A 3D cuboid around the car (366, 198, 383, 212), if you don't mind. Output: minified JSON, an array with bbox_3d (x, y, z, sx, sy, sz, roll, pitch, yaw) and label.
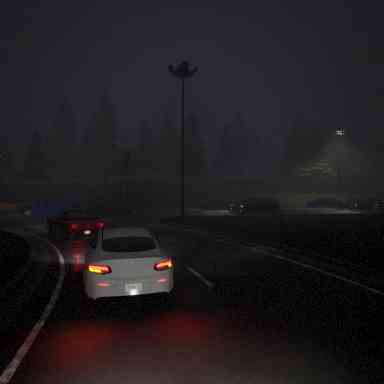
[{"bbox_3d":[22.455,1.491,36.803,4.902,1.511,2.128,0,0,-14],"label":"car"}]

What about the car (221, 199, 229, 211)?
[{"bbox_3d":[5.979,1.352,36.401,4.553,1.767,2.097,0,0,-14],"label":"car"}]

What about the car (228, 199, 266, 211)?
[{"bbox_3d":[6.619,1.563,40.160,4.181,1.385,1.994,0,0,-14],"label":"car"}]

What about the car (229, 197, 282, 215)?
[{"bbox_3d":[6.425,1.352,32.908,4.553,1.767,2.097,0,0,-14],"label":"car"}]

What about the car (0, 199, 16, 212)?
[{"bbox_3d":[-19.744,1.477,37.352,5.008,1.535,1.882,0,0,-14],"label":"car"}]

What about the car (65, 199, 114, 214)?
[{"bbox_3d":[-10.973,1.491,35.883,4.902,1.511,2.128,0,0,-14],"label":"car"}]

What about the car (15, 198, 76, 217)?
[{"bbox_3d":[-13.602,1.477,31.642,5.008,1.535,1.882,0,0,-14],"label":"car"}]

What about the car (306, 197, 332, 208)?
[{"bbox_3d":[18.375,1.477,46.618,5.008,1.535,1.882,0,0,-14],"label":"car"}]

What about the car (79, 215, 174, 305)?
[{"bbox_3d":[-1.664,1.526,8.124,1.812,1.442,4.674,0,0,-16],"label":"car"}]

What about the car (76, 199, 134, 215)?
[{"bbox_3d":[-7.527,1.525,29.518,4.674,1.442,1.812,0,0,-14],"label":"car"}]

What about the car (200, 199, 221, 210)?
[{"bbox_3d":[3.161,1.564,42.921,4.181,1.385,1.994,0,0,-14],"label":"car"}]

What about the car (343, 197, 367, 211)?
[{"bbox_3d":[21.201,1.504,40.100,4.892,1.490,1.837,0,0,-14],"label":"car"}]

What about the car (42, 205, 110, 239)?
[{"bbox_3d":[-6.180,1.601,17.414,1.895,1.301,4.718,0,0,-35],"label":"car"}]

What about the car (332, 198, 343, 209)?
[{"bbox_3d":[21.489,1.478,43.772,5.008,1.535,1.882,0,0,-14],"label":"car"}]
